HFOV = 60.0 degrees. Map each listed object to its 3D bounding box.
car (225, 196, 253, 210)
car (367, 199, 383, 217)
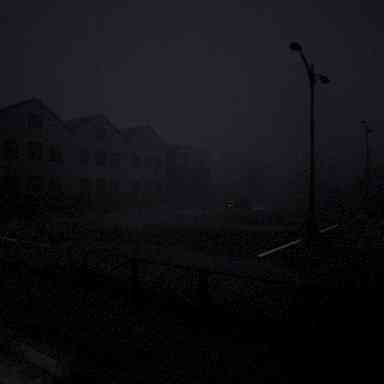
[{"bbox_3d":[5.628,1.309,39.511,1.837,1.490,4.892,0,-1,35],"label":"car"},{"bbox_3d":[15.411,1.298,26.818,2.007,1.523,4.514,0,0,35],"label":"car"}]
